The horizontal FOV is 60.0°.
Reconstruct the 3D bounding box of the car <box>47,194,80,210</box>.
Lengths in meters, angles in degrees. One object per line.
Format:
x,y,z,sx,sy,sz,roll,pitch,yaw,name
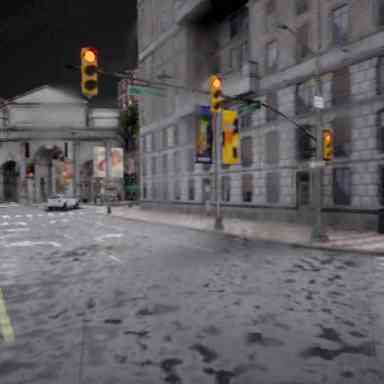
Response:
-17.677,1.340,45.927,2.150,2.045,5.566,-2,0,8,car
